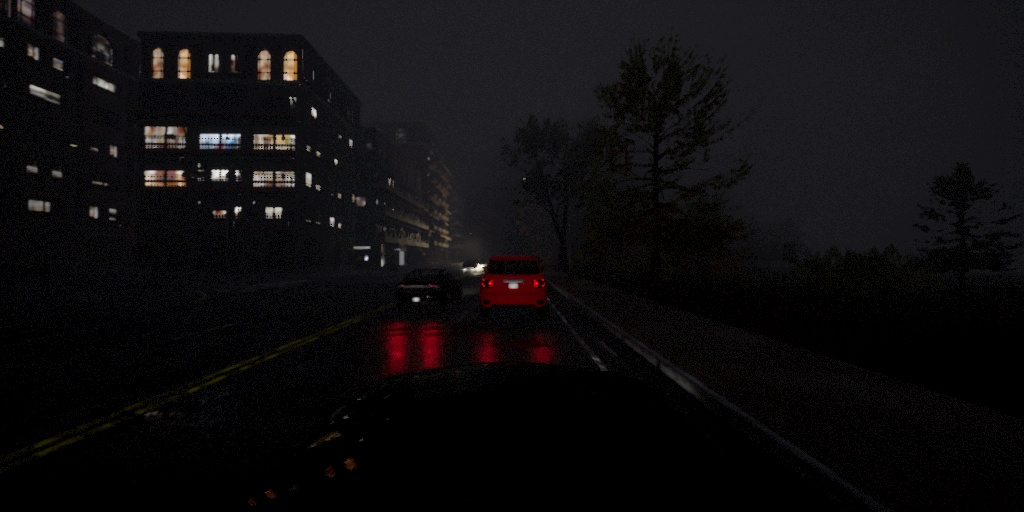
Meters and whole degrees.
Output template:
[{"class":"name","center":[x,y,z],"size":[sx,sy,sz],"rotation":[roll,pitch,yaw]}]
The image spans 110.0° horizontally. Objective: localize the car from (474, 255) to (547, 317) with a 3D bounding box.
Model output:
[{"class":"car","center":[0.058,0.964,13.342],"size":[2.150,2.045,5.566],"rotation":[0,0,0]}]

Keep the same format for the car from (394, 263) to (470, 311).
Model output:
[{"class":"car","center":[-3.186,1.231,14.388],"size":[2.128,1.511,4.902],"rotation":[0,0,0]}]

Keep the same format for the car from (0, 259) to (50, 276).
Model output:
[{"class":"car","center":[-37.683,0.851,27.041],"size":[4.207,1.307,1.802],"rotation":[0,0,-2]}]

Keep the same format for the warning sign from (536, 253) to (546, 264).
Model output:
[{"class":"warning sign","center":[2.836,0.833,39.910],"size":[1.300,1.860,1.060],"rotation":[0,0,0]}]

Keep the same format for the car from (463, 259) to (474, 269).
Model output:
[{"class":"car","center":[-6.574,1.252,56.210],"size":[2.033,1.411,5.357],"rotation":[0,0,1]}]
